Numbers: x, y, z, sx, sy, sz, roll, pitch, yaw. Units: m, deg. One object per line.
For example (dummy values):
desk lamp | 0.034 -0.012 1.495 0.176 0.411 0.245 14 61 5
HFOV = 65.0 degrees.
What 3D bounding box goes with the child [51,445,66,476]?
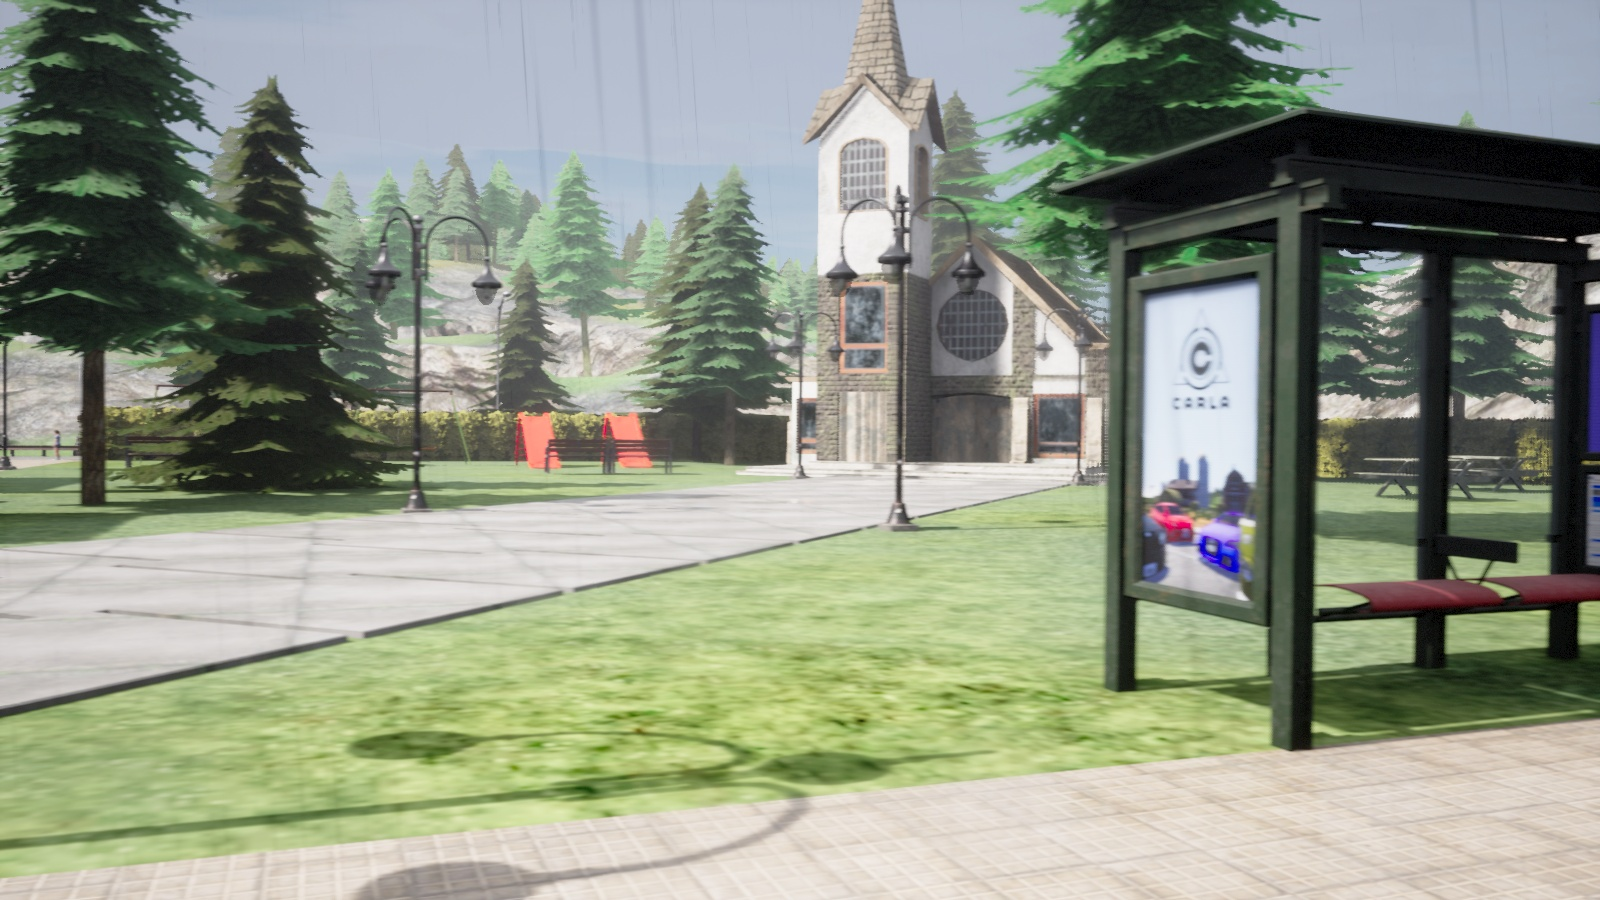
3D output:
child | -26.506 0.380 44.884 0.394 1.110 0.255 -1 1 -8
